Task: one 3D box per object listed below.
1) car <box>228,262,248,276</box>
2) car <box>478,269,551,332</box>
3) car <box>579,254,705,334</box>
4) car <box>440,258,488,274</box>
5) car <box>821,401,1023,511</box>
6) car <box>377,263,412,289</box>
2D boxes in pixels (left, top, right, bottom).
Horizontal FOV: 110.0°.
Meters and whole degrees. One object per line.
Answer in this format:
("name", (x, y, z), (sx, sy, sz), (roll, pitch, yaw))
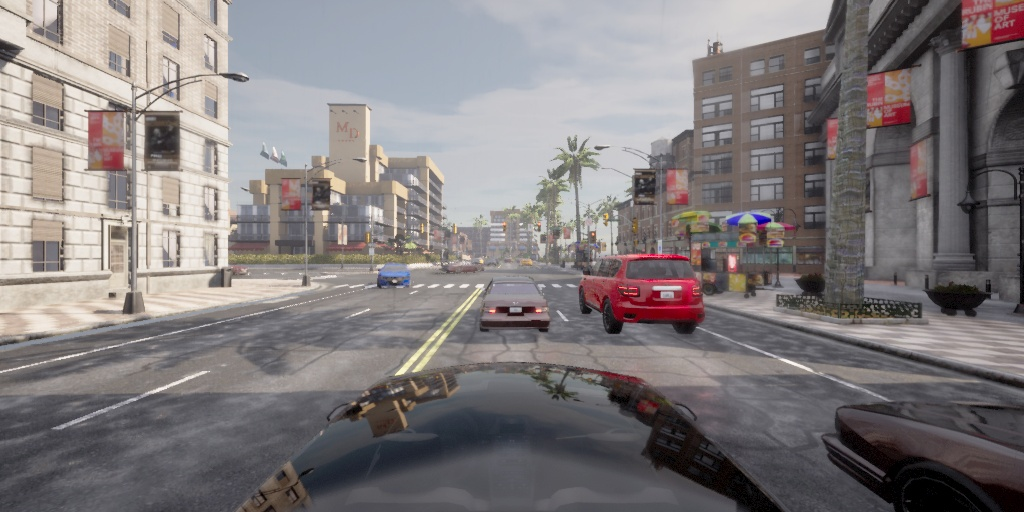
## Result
("car", (-29.453, 1.276, 36.395), (4.674, 1.442, 1.812), (0, 0, -1))
("car", (0.015, 1.297, 10.834), (2.033, 1.411, 5.357), (0, 0, -2))
("car", (3.501, 0.971, 10.779), (2.150, 2.045, 5.566), (0, 0, 0))
("car", (-5.682, 1.297, 41.246), (2.033, 1.411, 5.357), (0, 0, 43))
("car", (3.535, 1.297, 0.528), (2.033, 1.411, 5.357), (0, 0, 1))
("car", (-7.656, 1.228, 23.568), (1.882, 1.535, 5.008), (1, 0, -17))
